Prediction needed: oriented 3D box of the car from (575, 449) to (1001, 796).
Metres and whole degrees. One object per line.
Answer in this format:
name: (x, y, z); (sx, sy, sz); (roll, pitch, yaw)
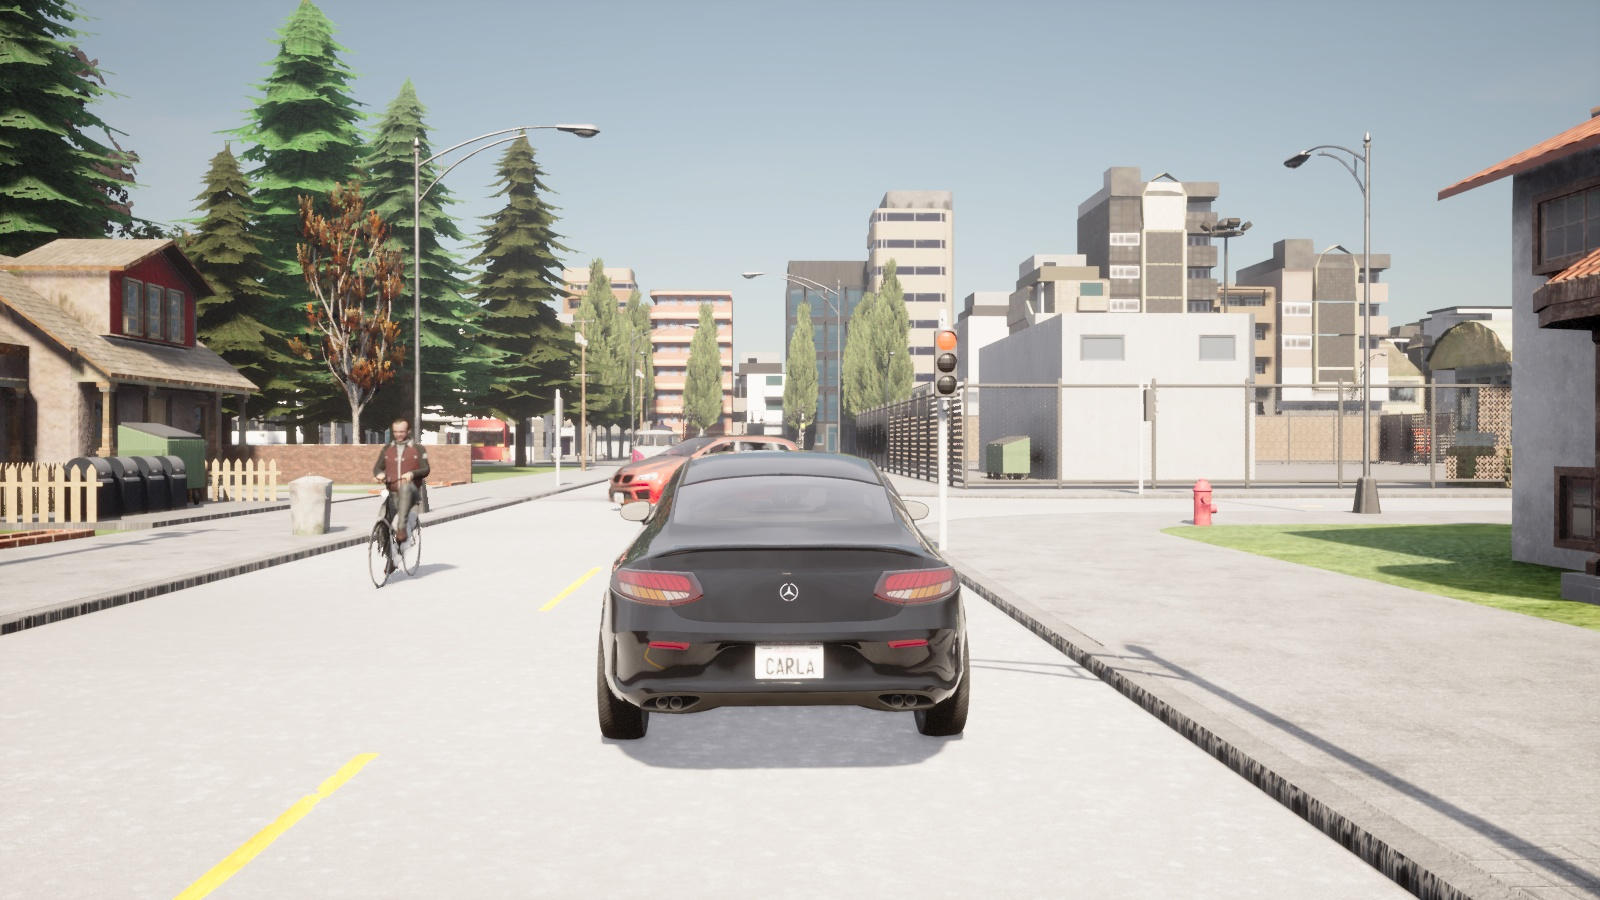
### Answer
car: (-0.142, 0.729, 7.674); (1.812, 1.442, 4.674); (0, 0, -2)

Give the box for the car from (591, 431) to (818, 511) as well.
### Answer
car: (-2.101, 0.429, 28.229); (4.611, 1.667, 2.242); (0, 0, -37)

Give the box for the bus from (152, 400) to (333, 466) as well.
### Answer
bus: (-36.825, -1.130, 83.327); (10.273, 4.253, 3.944); (0, 0, -2)

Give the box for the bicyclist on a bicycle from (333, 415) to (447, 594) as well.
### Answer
bicyclist on a bicycle: (-4.325, 0.538, 13.369); (0.659, 1.776, 1.843); (0, 0, -2)

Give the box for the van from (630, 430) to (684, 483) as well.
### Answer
van: (-5.522, 0.218, 49.039); (1.775, 1.987, 4.442); (0, 0, -2)

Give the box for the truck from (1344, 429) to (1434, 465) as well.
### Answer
truck: (41.343, -0.205, 88.250); (5.204, 2.467, 2.627); (0, 0, 10)
